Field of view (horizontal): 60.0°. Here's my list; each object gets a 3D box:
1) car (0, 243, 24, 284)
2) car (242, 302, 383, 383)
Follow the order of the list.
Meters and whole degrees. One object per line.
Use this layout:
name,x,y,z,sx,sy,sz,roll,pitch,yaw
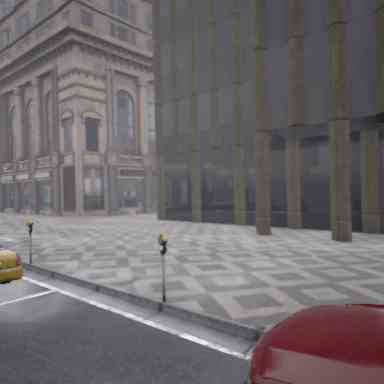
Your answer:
car,-6.027,1.576,8.501,4.829,1.417,1.752,-1,0,40
car,2.505,1.245,1.220,5.009,1.841,2.192,-1,0,40
